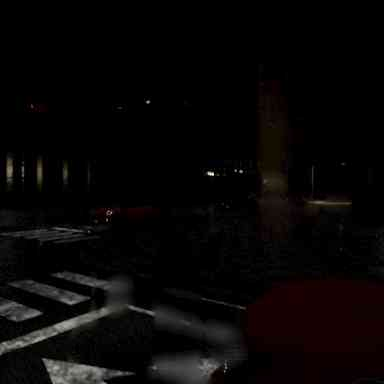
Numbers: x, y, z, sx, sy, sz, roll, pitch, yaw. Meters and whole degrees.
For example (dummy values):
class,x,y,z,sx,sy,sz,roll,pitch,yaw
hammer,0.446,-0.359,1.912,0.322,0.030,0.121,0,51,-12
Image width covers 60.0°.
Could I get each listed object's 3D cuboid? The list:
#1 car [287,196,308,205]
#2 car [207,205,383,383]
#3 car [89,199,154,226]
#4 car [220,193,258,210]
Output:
class,x,y,z,sx,sy,sz,roll,pitch,yaw
car,16.412,1.366,51.617,2.097,1.767,4.553,0,0,36
car,2.768,1.231,1.711,5.566,2.045,2.150,0,0,36
car,-4.657,1.267,22.530,2.097,1.767,4.553,0,0,36
car,5.253,1.155,36.298,2.150,2.045,5.566,0,0,36
